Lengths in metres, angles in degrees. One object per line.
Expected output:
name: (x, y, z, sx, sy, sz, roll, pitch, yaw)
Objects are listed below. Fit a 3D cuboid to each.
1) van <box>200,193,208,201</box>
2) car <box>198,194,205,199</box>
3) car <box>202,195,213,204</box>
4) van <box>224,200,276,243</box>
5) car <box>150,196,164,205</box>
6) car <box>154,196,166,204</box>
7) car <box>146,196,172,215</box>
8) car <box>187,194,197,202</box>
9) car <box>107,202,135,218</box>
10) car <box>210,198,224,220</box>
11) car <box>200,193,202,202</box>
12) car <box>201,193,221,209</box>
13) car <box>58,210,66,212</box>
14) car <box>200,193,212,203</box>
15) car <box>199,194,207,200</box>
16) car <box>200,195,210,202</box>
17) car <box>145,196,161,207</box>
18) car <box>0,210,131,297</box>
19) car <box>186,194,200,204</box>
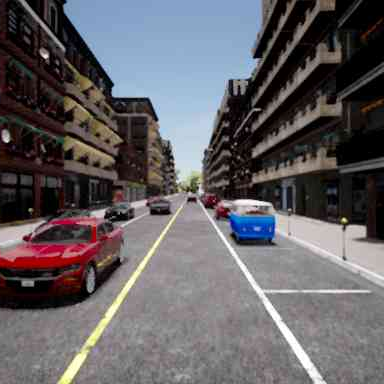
van: (2.690, 1.105, 76.847, 1.690, 1.788, 3.998, 1, 0, 0)
car: (2.684, 1.239, 93.731, 1.752, 1.417, 4.829, 1, 0, 0)
car: (2.690, 1.339, 60.304, 1.752, 1.417, 4.829, 1, 0, 0)
van: (2.701, 1.292, 15.567, 1.690, 1.788, 3.998, 1, 0, 0)
car: (-5.690, 1.414, 54.602, 1.802, 1.307, 4.206, 1, 0, 0)
car: (-5.691, 1.397, 60.173, 1.802, 1.307, 4.206, 1, 0, 0)
car: (-3.009, 1.379, 32.754, 1.882, 1.535, 5.008, 0, 0, 0)
car: (-0.013, 1.222, 70.391, 2.128, 1.511, 4.902, 0, 0, 0)
car: (-5.684, 1.483, 26.746, 1.947, 1.339, 4.313, 1, 0, 0)
car: (2.696, 1.461, 26.708, 1.887, 1.381, 4.507, 1, 0, 0)
car: (2.695, 1.163, 48.991, 2.192, 1.841, 5.009, 1, 0, 0)
car: (2.696, 1.180, 43.421, 2.192, 1.841, 5.009, 1, 0, 0)
car: (-5.682, 1.517, 15.605, 1.947, 1.339, 4.313, 1, 0, 0)
car: (2.692, 1.112, 65.705, 2.192, 1.841, 5.009, 1, 0, 0)
car: (2.686, 1.298, 82.419, 2.008, 1.369, 4.403, 1, 0, 0)
car: (2.688, 1.325, 71.277, 1.887, 1.381, 4.507, 1, 0, 0)
car: (-5.688, 1.393, 49.031, 1.887, 1.381, 4.507, 1, 0, 0)
car: (-3.086, 1.450, 8.768, 1.882, 1.535, 5.008, 0, 0, 0)
car: (-0.010, 1.319, 60.249, 1.837, 1.490, 4.892, 0, 0, 0)
